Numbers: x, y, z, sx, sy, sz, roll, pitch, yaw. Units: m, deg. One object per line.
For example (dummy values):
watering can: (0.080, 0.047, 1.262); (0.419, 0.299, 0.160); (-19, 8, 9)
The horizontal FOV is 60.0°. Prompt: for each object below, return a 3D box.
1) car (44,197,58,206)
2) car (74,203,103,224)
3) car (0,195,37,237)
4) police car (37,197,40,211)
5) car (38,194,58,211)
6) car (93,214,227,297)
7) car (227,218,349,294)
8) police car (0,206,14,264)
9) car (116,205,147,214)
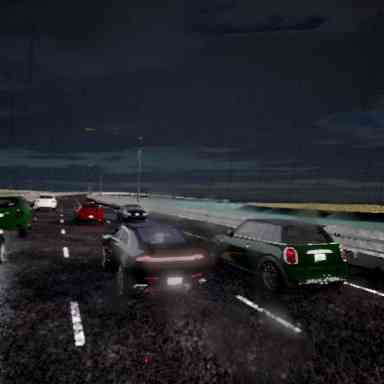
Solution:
car: (-24.105, 1.604, 56.945); (2.033, 1.411, 5.357); (2, -1, -21)
car: (-8.071, 1.594, 25.892); (1.882, 1.535, 5.008); (2, -1, -22)
car: (-9.836, 1.186, 17.797); (2.150, 2.045, 5.566); (2, -1, -22)
police car: (-12.097, 1.396, 23.430); (1.930, 1.638, 5.238); (2, -1, -22)
car: (-17.999, 1.254, 41.227); (2.150, 2.045, 5.566); (2, -1, -21)
car: (-1.249, 1.578, 8.933); (2.128, 1.511, 4.902); (2, -1, -22)
car: (2.196, 1.547, 9.761); (2.097, 1.767, 4.553); (2, -1, -22)
police car: (-6.137, 1.370, 8.608); (1.930, 1.638, 5.238); (2, -1, -22)
car: (-5.174, 1.774, 28.062); (2.033, 1.411, 5.357); (2, -1, -22)
